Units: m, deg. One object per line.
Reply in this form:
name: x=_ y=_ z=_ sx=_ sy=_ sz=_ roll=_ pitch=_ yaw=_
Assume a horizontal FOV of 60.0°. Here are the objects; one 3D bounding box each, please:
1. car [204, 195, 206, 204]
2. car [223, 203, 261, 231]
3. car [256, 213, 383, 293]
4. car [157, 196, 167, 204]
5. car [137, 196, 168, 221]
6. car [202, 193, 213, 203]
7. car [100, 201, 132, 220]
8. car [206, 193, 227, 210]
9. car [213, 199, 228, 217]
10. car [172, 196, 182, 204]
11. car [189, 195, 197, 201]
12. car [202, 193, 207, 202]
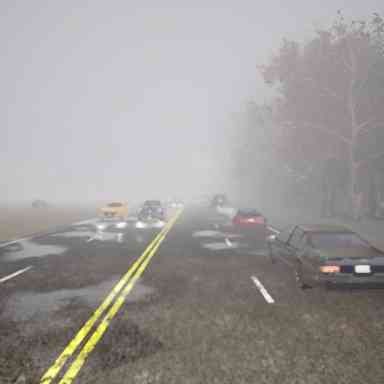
car: x=3.383 y=1.610 z=53.492 sx=1.837 sy=1.490 sz=4.892 roll=-1 pitch=0 yaw=0
car: x=3.299 y=1.584 z=20.500 sx=1.994 sy=1.385 sz=4.181 roll=1 pitch=-1 yaw=0
car: x=3.386 y=1.563 z=9.100 sx=2.033 sy=1.411 sz=5.357 roll=-1 pitch=0 yaw=0
car: x=-6.299 y=1.668 z=70.170 sx=1.812 sy=1.442 sz=4.674 roll=0 pitch=0 yaw=0
car: x=-3.279 y=1.408 z=27.891 sx=2.097 sy=1.767 sz=4.553 roll=0 pitch=0 yaw=0
car: x=3.483 y=1.365 z=75.534 sx=2.150 sy=2.045 sz=5.566 roll=1 pitch=-1 yaw=0
car: x=-6.526 y=1.532 z=28.855 sx=1.882 sy=1.535 sz=5.008 roll=0 pitch=0 yaw=0
car: x=3.377 y=1.287 z=42.534 sx=2.150 sy=2.045 sz=5.566 roll=1 pitch=-1 yaw=0
car: x=3.341 y=1.644 z=31.516 sx=1.895 sy=1.301 sz=4.718 roll=1 pitch=1 yaw=0
car: x=-3.055 y=1.676 z=68.481 sx=2.128 sy=1.511 sz=4.902 roll=0 pitch=0 yaw=0
car: x=0.243 y=1.600 z=85.056 sx=2.033 sy=1.411 sz=5.357 roll=0 pitch=0 yaw=0
car: x=3.440 y=1.474 z=64.473 sx=2.097 sy=1.767 sz=4.553 roll=1 pitch=-1 yaw=0
